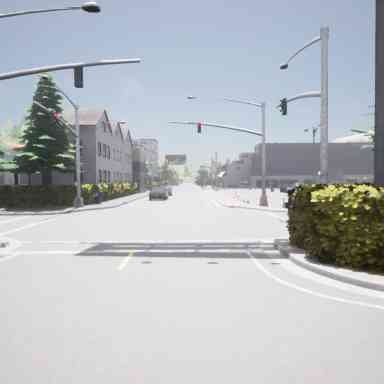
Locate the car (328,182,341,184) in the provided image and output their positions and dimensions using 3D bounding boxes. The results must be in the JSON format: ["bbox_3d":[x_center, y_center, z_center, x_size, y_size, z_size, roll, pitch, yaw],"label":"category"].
[{"bbox_3d":[25.143,-1.052,59.598,2.152,1.636,5.027,-1,2,-1],"label":"car"}]

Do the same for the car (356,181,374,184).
[{"bbox_3d":[18.922,-0.184,34.310,1.905,1.878,3.866,-1,2,-1],"label":"car"}]

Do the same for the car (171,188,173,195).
[{"bbox_3d":[-3.868,-0.220,48.494,2.128,1.511,4.902,-1,2,0],"label":"car"}]

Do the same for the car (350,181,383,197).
[{"bbox_3d":[22.145,-0.472,42.199,1.932,1.855,4.605,-1,2,-1],"label":"car"}]

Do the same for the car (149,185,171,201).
[{"bbox_3d":[-3.822,0.119,38.364,1.882,1.535,5.008,-1,2,0],"label":"car"}]

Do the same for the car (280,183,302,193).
[{"bbox_3d":[15.125,-0.545,52.157,2.007,1.523,4.514,-1,2,-1],"label":"car"}]
